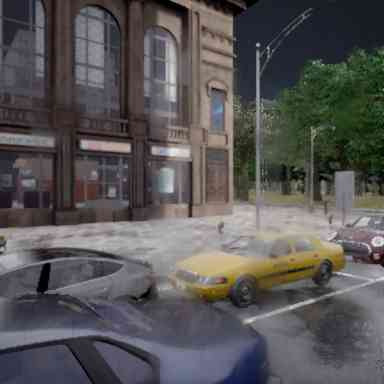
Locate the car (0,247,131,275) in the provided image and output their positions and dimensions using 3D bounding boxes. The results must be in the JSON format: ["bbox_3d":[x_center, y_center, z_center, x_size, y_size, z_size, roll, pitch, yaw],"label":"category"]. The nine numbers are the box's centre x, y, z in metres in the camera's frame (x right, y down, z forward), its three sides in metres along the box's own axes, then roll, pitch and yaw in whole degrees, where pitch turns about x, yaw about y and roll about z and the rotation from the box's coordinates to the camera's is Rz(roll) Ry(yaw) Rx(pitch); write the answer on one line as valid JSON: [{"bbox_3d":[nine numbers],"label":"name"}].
[{"bbox_3d":[-2.545,1.566,4.835,4.313,1.339,1.947,0,0,-36],"label":"car"}]

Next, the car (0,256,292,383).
[{"bbox_3d":[-1.757,1.547,2.117,5.357,1.411,2.033,0,0,-35],"label":"car"}]

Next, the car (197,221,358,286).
[{"bbox_3d":[1.744,1.525,7.895,4.829,1.417,1.752,0,0,-36],"label":"car"}]

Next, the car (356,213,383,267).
[{"bbox_3d":[6.308,1.441,11.152,4.097,1.590,1.967,0,0,-36],"label":"car"}]
